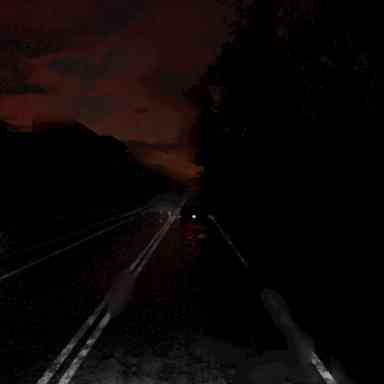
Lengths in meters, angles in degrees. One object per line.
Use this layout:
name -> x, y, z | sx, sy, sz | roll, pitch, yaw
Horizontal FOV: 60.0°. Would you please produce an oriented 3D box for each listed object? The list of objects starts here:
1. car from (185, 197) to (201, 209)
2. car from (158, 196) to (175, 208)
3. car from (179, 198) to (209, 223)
car -> 0.166, 1.382, 41.609 | 1.895, 1.301, 4.718 | 0, 0, 0
car -> -3.252, 1.267, 42.831 | 2.128, 1.511, 4.902 | 0, 0, 0
car -> 0.135, 1.378, 24.426 | 1.837, 1.490, 4.892 | 0, 0, 0
